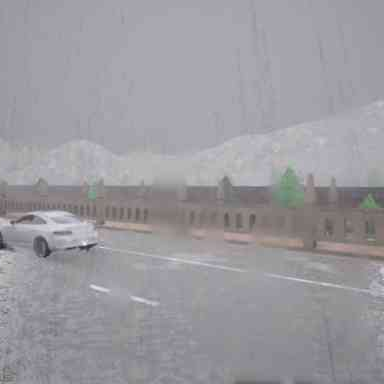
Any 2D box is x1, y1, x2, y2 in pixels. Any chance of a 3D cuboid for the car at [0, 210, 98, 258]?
[{"bbox_3d":[-5.363,1.399,12.118,4.674,1.442,1.812,1,0,36],"label":"car"}]
